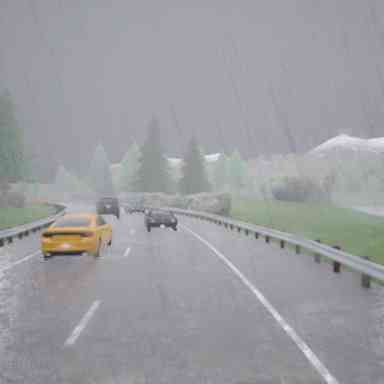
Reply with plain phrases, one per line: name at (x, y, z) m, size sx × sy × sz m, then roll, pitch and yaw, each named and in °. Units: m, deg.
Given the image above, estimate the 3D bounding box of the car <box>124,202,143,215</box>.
car at (-6.883, 1.903, 39.822) m, size 2.033 × 1.411 × 5.357 m, roll 0°, pitch -1°, yaw -19°

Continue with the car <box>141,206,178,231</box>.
car at (-2.192, 1.794, 22.260) m, size 1.895 × 1.301 × 4.718 m, roll 0°, pitch 0°, yaw -11°

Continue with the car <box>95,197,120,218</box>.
car at (-8.429, 1.528, 33.222) m, size 2.150 × 2.045 × 5.566 m, roll 0°, pitch -1°, yaw -16°

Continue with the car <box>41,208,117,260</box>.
car at (-4.341, 1.604, 13.200) m, size 1.882 × 1.535 × 5.008 m, roll 0°, pitch 0°, yaw -6°
